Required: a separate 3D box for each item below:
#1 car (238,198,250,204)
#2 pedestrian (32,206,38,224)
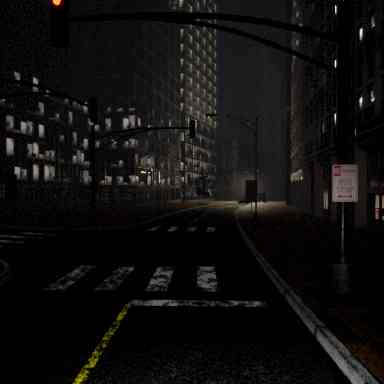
[{"bbox_3d":[10.842,1.865,69.010,1.895,1.301,4.718,0,0,18],"label":"car"},{"bbox_3d":[-9.392,1.345,19.878,0.500,1.100,0.500,0,0,17],"label":"pedestrian"}]
